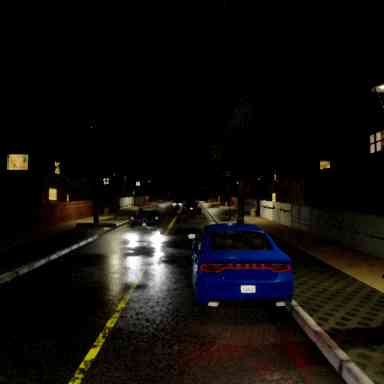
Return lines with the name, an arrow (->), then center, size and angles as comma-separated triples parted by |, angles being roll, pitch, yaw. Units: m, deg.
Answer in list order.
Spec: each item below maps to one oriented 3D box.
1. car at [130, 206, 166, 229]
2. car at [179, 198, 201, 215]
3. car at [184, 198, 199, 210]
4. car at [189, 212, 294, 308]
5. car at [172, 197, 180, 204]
car -> -2.814, 1.626, 21.800 | 1.895, 1.301, 4.718 | 0, 0, 0
car -> -0.035, 1.609, 34.775 | 1.994, 1.385, 4.181 | 0, 0, 1
car -> -0.074, 1.565, 44.656 | 1.837, 1.490, 4.892 | 0, 0, 0
car -> 0.940, 1.487, 8.081 | 1.882, 1.535, 5.008 | 0, 0, 0
car -> -2.950, 1.670, 67.554 | 1.994, 1.385, 4.181 | 0, 0, 0
